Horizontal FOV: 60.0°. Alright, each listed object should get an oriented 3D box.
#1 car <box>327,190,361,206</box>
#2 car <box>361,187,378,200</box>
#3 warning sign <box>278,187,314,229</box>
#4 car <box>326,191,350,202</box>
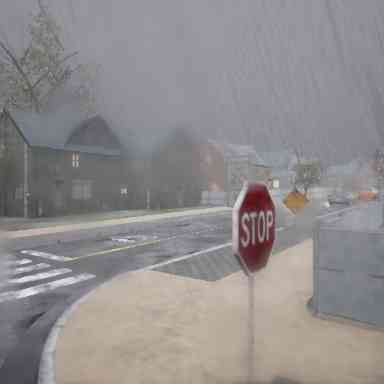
[{"bbox_3d":[15.319,0.669,33.722,1.994,1.385,4.181,0,1,37],"label":"car"},{"bbox_3d":[24.280,0.116,45.711,2.097,1.767,4.553,0,1,37],"label":"car"},{"bbox_3d":[4.884,0.726,15.598,1.300,1.860,1.060,-2,-1,37],"label":"warning sign"},{"bbox_3d":[19.088,0.526,43.356,1.895,1.301,4.718,0,1,37],"label":"car"}]
